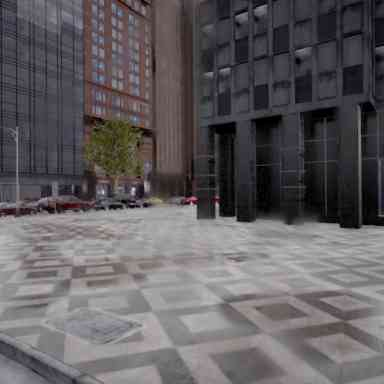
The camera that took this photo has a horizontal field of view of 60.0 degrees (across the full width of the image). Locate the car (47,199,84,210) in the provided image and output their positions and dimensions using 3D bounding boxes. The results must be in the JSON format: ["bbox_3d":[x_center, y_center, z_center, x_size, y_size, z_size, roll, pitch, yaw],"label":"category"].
[{"bbox_3d":[-16.650,1.638,43.992,1.802,1.307,4.206,-1,0,35],"label":"car"}]

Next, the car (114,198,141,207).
[{"bbox_3d":[-10.236,1.609,53.269,1.802,1.307,4.206,-1,0,35],"label":"car"}]

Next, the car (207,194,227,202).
[{"bbox_3d":[5.799,1.292,76.463,2.192,1.841,5.009,-1,0,35],"label":"car"}]

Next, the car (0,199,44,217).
[{"bbox_3d":[-16.055,1.573,29.864,1.802,1.307,4.206,-1,0,35],"label":"car"}]

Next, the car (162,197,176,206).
[{"bbox_3d":[-2.029,1.492,54.748,2.033,1.411,5.357,-1,0,35],"label":"car"}]

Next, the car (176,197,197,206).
[{"bbox_3d":[-0.021,1.459,53.054,1.887,1.381,4.507,-1,0,35],"label":"car"}]

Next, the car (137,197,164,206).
[{"bbox_3d":[-7.126,1.540,57.767,1.752,1.417,4.829,-1,0,35],"label":"car"}]

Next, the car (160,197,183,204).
[{"bbox_3d":[-3.821,1.570,62.547,1.947,1.339,4.313,-1,0,35],"label":"car"}]

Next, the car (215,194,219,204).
[{"bbox_3d":[3.184,1.219,57.694,2.192,1.841,5.009,-1,0,35],"label":"car"}]

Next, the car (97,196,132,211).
[{"bbox_3d":[-9.641,1.522,39.141,1.947,1.339,4.313,-1,0,35],"label":"car"}]

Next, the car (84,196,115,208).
[{"bbox_3d":[-13.445,1.480,48.631,1.967,1.590,4.097,-1,0,35],"label":"car"}]

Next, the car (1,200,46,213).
[{"bbox_3d":[-19.858,1.638,39.354,1.947,1.339,4.313,-1,0,35],"label":"car"}]

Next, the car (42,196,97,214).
[{"bbox_3d":[-12.850,1.287,34.504,2.192,1.841,5.009,-1,0,35],"label":"car"}]

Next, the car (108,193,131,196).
[{"bbox_3d":[-10.951,1.229,47.384,2.150,2.045,5.566,-1,0,35],"label":"car"}]

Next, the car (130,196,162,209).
[{"bbox_3d":[-6.435,1.506,43.778,1.947,1.339,4.313,-1,0,35],"label":"car"}]

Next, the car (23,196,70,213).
[{"bbox_3d":[-16.872,1.389,38.831,2.097,1.767,4.553,-1,0,35],"label":"car"}]
